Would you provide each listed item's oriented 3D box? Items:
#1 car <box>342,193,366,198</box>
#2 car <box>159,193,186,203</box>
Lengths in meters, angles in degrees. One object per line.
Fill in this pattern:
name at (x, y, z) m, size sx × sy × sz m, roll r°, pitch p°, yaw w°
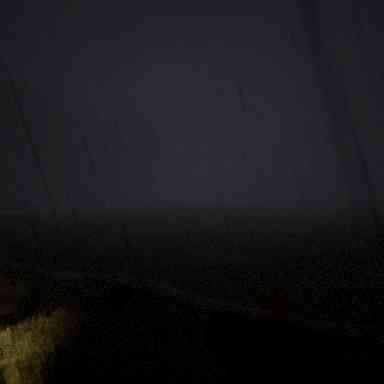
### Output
car at (40.432, 1.273, 83.873) m, size 4.605 × 1.855 × 1.932 m, roll 0°, pitch 0°, yaw 35°
car at (-3.251, 1.408, 52.368) m, size 4.902 × 1.511 × 2.128 m, roll 0°, pitch 0°, yaw -35°
